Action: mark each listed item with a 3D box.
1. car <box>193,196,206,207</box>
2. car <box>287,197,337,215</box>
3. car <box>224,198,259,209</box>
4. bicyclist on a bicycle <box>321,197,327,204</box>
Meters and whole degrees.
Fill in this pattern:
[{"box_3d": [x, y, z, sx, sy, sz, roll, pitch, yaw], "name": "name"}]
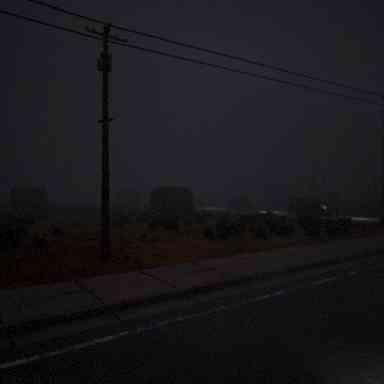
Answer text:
[{"box_3d": [0.109, 1.313, 48.382, 2.097, 1.767, 4.553, 0, 0, -32], "name": "car"}, {"box_3d": [11.164, 1.314, 31.037, 2.097, 1.767, 4.553, 0, 0, -33], "name": "car"}, {"box_3d": [5.825, 1.466, 39.401, 1.837, 1.490, 4.892, 0, 0, -33], "name": "car"}, {"box_3d": [15.068, 1.419, 38.112, 1.656, 1.620, 0.582, 0, 0, -33], "name": "bicyclist on a bicycle"}]
